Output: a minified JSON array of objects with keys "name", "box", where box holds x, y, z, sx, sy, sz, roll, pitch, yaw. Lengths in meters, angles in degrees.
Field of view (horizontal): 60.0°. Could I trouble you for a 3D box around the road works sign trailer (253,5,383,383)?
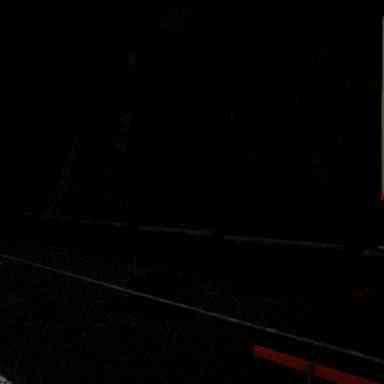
[{"name":"road works sign trailer","box":[1.869,0.524,2.973,2.880,3.560,2.380,0,-1,38]}]
